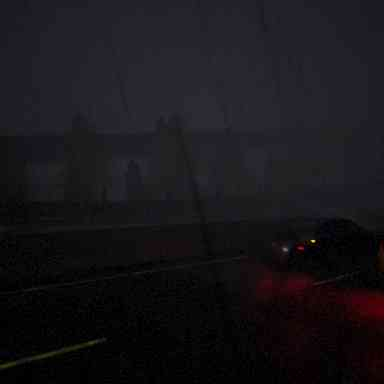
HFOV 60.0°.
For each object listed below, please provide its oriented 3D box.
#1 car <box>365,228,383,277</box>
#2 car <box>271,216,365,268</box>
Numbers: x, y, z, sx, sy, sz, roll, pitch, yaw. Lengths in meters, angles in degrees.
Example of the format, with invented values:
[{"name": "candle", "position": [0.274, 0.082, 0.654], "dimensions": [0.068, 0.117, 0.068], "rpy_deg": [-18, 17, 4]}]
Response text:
[{"name": "car", "position": [6.726, 1.501, 8.544], "dimensions": [5.008, 1.535, 1.882], "rpy_deg": [0, 0, -36]}, {"name": "car", "position": [4.700, 1.549, 11.397], "dimensions": [4.674, 1.442, 1.812], "rpy_deg": [0, 0, -36]}]
